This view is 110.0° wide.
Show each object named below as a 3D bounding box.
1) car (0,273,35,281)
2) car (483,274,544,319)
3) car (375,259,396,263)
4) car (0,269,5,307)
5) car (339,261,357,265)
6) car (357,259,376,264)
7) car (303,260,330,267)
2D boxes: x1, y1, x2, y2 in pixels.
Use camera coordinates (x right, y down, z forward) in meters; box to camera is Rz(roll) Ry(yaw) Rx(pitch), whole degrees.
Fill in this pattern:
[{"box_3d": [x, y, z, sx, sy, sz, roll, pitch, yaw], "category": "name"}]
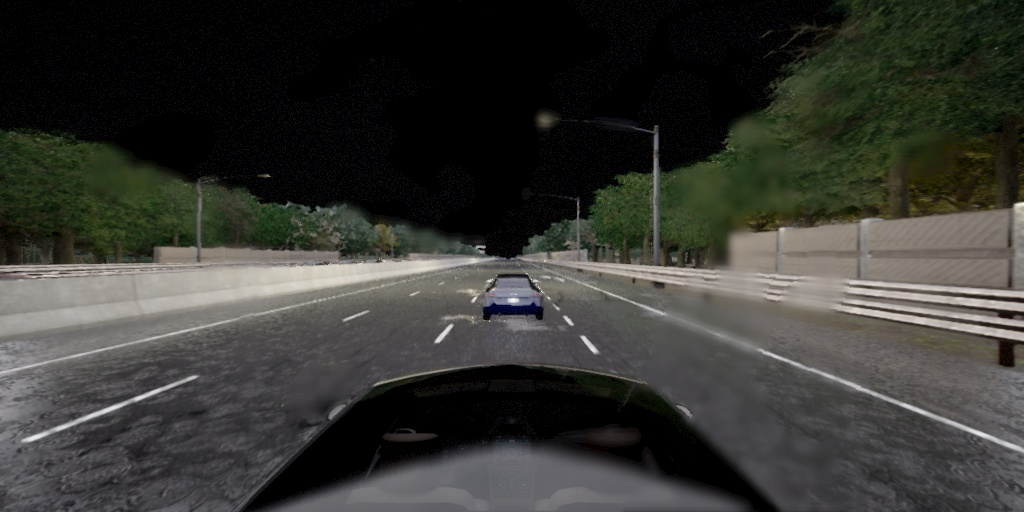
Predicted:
[{"box_3d": [-17.596, 1.288, 11.460, 1.812, 1.442, 4.674, 0, 0, 0], "category": "car"}, {"box_3d": [0.032, 1.323, 12.929, 1.994, 1.385, 4.181, 0, 0, 0], "category": "car"}, {"box_3d": [-17.547, 1.415, 51.732, 1.812, 1.442, 4.674, 0, 0, 0], "category": "car"}, {"box_3d": [-21.096, 1.268, 11.832, 1.837, 1.490, 4.892, 0, 0, 0], "category": "car"}, {"box_3d": [-24.513, 1.442, 54.099, 2.033, 1.411, 5.357, 0, 0, 1], "category": "car"}, {"box_3d": [-21.026, 1.247, 54.304, 2.097, 1.767, 4.553, 0, 0, 1], "category": "car"}, {"box_3d": [-28.033, 1.379, 51.363, 2.128, 1.511, 4.902, 0, 0, 1], "category": "car"}]
